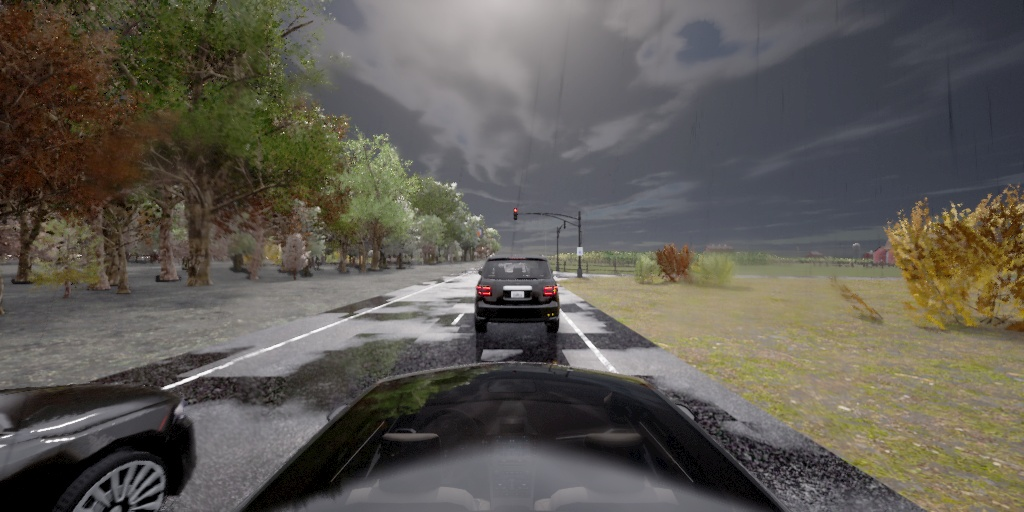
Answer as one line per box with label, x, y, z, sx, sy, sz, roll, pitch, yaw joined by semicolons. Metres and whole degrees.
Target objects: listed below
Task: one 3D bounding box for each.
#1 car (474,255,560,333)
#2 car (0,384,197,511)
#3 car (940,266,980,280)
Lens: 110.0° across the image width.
car;0.121;0.982;10.932;2.150;2.045;5.566;0;0;0
car;-3.402;1.240;0.806;2.128;1.511;4.902;0;0;0
car;48.599;1.816;39.201;4.892;1.490;1.837;1;-1;0
